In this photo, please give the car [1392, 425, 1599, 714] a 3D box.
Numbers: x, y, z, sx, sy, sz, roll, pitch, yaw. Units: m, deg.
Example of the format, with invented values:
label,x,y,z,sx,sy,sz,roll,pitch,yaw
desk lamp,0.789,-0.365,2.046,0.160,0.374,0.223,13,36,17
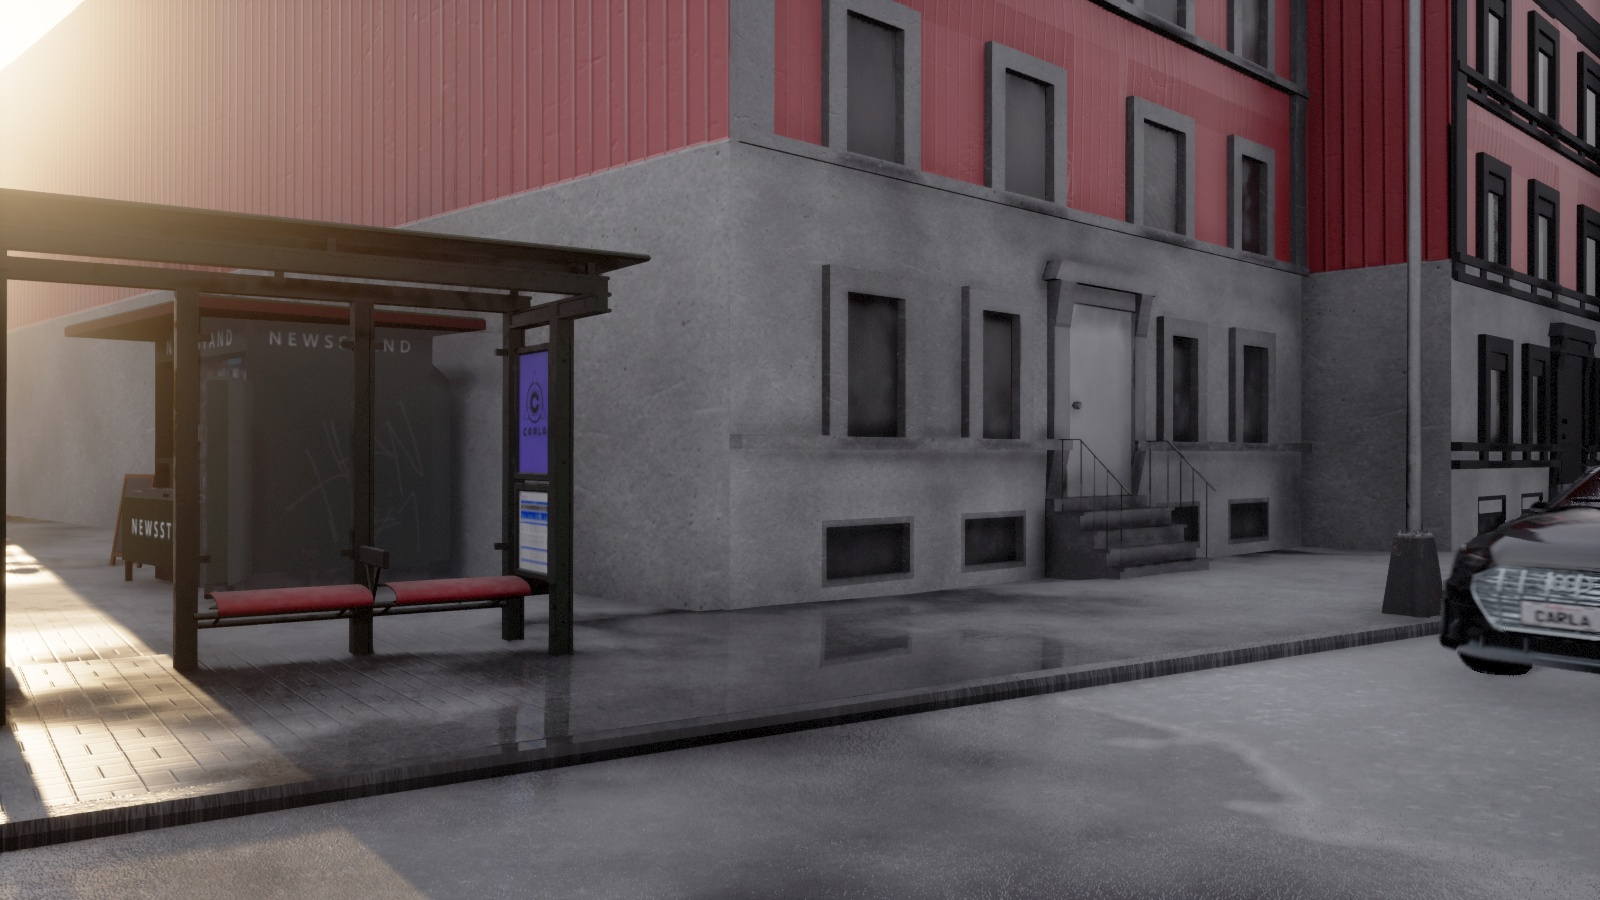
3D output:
label,x,y,z,sx,sy,sz,roll,pitch,yaw
car,6.437,0.683,8.750,4.856,1.649,2.033,0,0,-35
